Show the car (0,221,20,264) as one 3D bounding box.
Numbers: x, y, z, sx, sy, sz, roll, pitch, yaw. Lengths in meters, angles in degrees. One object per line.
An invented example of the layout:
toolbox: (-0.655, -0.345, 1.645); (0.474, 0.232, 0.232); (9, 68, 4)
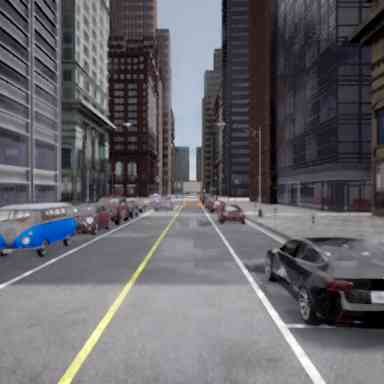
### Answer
car: (-5.766, 1.539, 6.883); (2.008, 1.369, 4.403); (0, 0, 0)

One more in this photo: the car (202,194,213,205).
car: (2.753, 1.371, 46.346); (1.967, 1.590, 4.097); (0, 0, 0)

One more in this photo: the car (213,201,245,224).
car: (2.757, 1.544, 23.800); (1.802, 1.307, 4.206); (0, 0, 0)

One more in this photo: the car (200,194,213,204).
car: (2.750, 1.230, 63.253); (2.192, 1.841, 5.009); (0, 0, 0)

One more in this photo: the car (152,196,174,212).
car: (-3.098, 1.506, 37.416); (1.994, 1.385, 4.181); (0, 0, 0)

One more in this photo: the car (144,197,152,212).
car: (-5.770, 1.511, 35.066); (1.947, 1.339, 4.313); (0, 0, 0)

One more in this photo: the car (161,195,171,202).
car: (-5.776, 1.475, 74.523); (1.947, 1.339, 4.313); (0, 0, 0)

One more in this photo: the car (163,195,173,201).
car: (-5.777, 1.458, 80.159); (2.008, 1.369, 4.403); (0, 0, 0)

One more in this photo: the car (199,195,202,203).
car: (2.750, 1.235, 57.617); (2.192, 1.841, 5.009); (0, 0, 0)

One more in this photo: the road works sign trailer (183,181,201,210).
road works sign trailer: (-0.006, 0.399, 42.597); (2.380, 3.560, 2.880); (0, 0, 0)

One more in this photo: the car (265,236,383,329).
car: (2.759, 1.554, 6.891); (1.947, 1.339, 4.313); (0, 0, 0)

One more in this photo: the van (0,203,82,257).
van: (-5.768, 1.320, 12.519); (1.690, 1.788, 3.998); (0, 0, 0)

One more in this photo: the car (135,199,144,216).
car: (-5.769, 1.519, 29.430); (1.947, 1.339, 4.313); (0, 0, 0)

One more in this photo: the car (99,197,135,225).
car: (-5.770, 1.277, 23.793); (2.192, 1.841, 5.009); (0, 0, 0)

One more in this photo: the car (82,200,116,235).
car: (-5.768, 1.411, 18.156); (1.967, 1.590, 4.097); (0, 0, 0)

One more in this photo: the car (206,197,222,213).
car: (2.755, 1.527, 35.073); (1.802, 1.307, 4.206); (0, 0, 0)

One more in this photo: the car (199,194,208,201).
car: (2.748, 1.347, 80.162); (1.967, 1.590, 4.097); (0, 0, 0)

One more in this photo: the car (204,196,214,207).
car: (2.754, 1.519, 40.710); (1.802, 1.307, 4.206); (0, 0, 0)
